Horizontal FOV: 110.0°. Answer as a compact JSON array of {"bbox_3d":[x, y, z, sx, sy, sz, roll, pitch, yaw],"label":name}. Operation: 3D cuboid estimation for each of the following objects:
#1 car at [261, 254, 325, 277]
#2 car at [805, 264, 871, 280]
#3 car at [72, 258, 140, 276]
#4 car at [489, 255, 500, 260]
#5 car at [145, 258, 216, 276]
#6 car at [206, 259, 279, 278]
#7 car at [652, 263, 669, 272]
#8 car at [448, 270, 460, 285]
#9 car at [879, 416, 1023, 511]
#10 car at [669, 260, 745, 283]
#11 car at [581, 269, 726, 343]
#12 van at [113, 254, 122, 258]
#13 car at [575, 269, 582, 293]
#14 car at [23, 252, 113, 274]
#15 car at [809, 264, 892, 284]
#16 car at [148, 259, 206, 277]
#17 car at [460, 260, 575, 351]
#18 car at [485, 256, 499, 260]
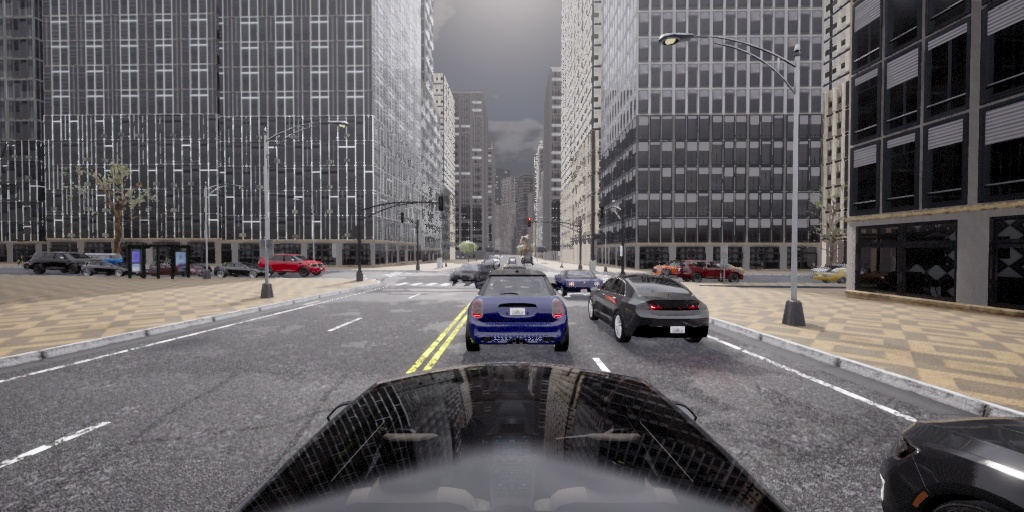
[{"bbox_3d":[-20.236,0.808,32.934,5.566,2.045,2.150,0,1,1],"label":"car"},{"bbox_3d":[31.912,1.523,35.180,4.674,1.442,1.812,1,1,1],"label":"car"},{"bbox_3d":[-34.054,1.069,30.608,4.313,1.339,1.948,0,0,1],"label":"car"},{"bbox_3d":[-3.242,0.925,60.582,2.150,2.045,5.566,0,0,0],"label":"car"},{"bbox_3d":[-30.595,0.997,33.163,4.892,1.490,1.837,1,1,1],"label":"car"},{"bbox_3d":[-22.690,1.174,30.285,4.313,1.339,1.948,0,0,1],"label":"car"},{"bbox_3d":[16.274,1.213,35.472,4.553,1.767,2.097,1,1,1],"label":"car"},{"bbox_3d":[-2.972,1.322,26.285,2.033,1.411,5.357,0,-1,10],"label":"car"},{"bbox_3d":[3.345,1.255,0.308,1.837,1.490,4.892,0,0,0],"label":"car"},{"bbox_3d":[16.234,1.269,29.700,5.009,1.841,2.192,0,0,1],"label":"car"},{"bbox_3d":[3.361,1.251,9.706,1.837,1.490,4.892,0,0,0],"label":"car"},{"bbox_3d":[-45.233,0.605,39.286,3.998,1.789,1.690,0,0,1],"label":"van"},{"bbox_3d":[3.376,1.341,19.017,1.895,1.301,4.718,0,0,0],"label":"car"},{"bbox_3d":[-41.332,0.616,33.405,5.566,2.045,2.150,1,1,2],"label":"car"},{"bbox_3d":[27.682,1.579,29.486,4.829,1.417,1.751,0,0,1],"label":"car"},{"bbox_3d":[-28.374,1.138,30.427,4.207,1.307,1.802,0,0,1],"label":"car"},{"bbox_3d":[0.110,1.099,9.100,2.097,1.767,4.553,0,0,0],"label":"car"},{"bbox_3d":[-3.271,1.193,50.633,1.882,1.535,5.008,0,0,0],"label":"car"}]
